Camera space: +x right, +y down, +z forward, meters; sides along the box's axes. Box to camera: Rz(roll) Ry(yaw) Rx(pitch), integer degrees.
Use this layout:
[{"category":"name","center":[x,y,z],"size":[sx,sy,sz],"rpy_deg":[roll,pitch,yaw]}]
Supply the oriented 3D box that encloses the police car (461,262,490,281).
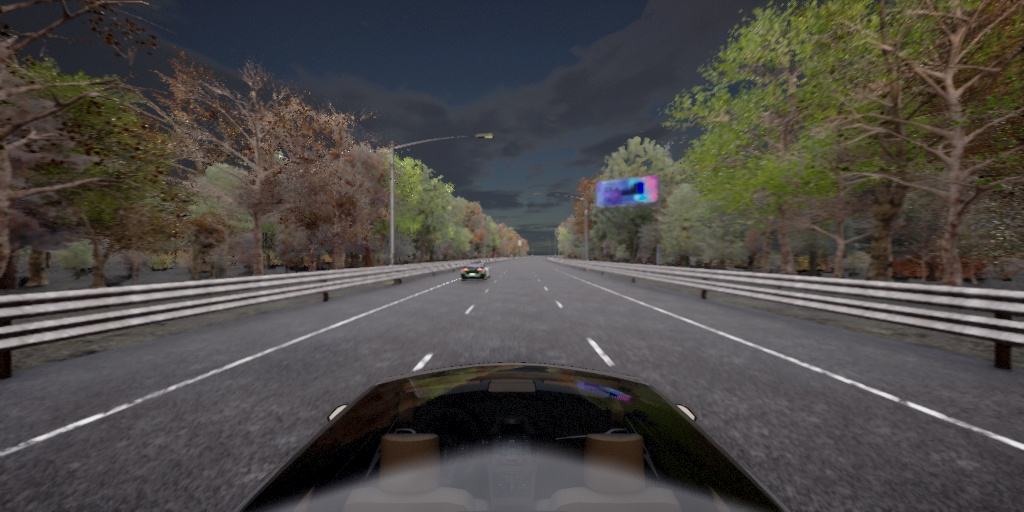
[{"category":"police car","center":[-2.993,1.276,30.266],"size":[2.038,1.542,4.974],"rpy_deg":[0,0,1]}]
